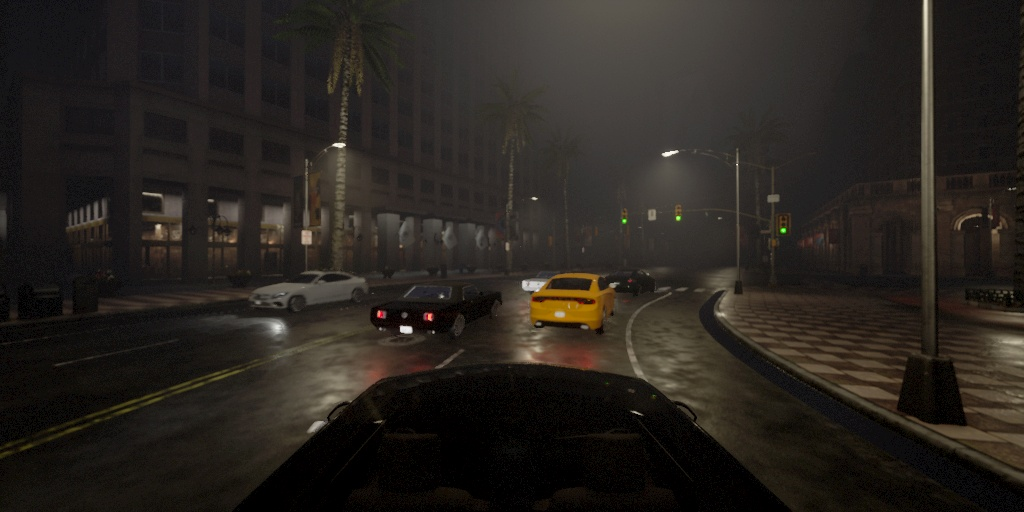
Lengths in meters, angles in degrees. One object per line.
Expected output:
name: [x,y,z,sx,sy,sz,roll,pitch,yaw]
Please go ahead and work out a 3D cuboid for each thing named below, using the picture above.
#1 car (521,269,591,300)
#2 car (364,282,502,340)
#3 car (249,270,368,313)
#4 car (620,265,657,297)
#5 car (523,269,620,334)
car: [2.519,1.429,19.249,1.895,1.301,4.718,0,0,33]
car: [-1.776,1.387,10.241,1.895,1.301,4.718,0,0,16]
car: [-7.896,1.326,14.481,1.812,1.442,4.674,0,0,21]
car: [6.595,1.399,20.038,1.994,1.385,4.181,0,0,37]
car: [2.066,1.270,11.061,1.882,1.535,5.008,0,0,21]
